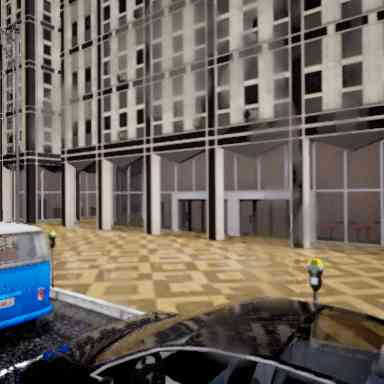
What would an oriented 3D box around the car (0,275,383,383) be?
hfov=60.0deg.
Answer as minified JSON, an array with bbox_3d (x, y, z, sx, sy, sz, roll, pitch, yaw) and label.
[{"bbox_3d":[0.430,1.573,2.572,4.313,1.339,1.947,0,0,36],"label":"car"}]

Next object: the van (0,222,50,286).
[{"bbox_3d":[-4.201,1.385,5.886,3.998,1.788,1.690,0,0,36],"label":"van"}]
